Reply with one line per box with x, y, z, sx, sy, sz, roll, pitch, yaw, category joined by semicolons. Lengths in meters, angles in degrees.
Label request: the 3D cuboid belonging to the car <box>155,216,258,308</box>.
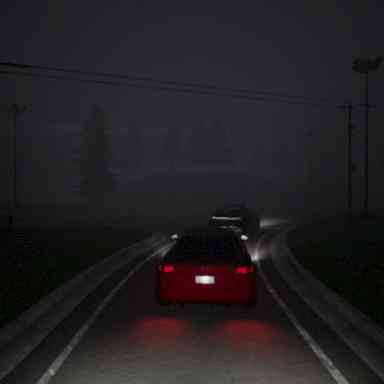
0.396;1.514;7.909;1.994;1.385;4.181;0;0;5;car

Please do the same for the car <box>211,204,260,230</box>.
2.315;1.384;17.279;2.128;1.511;4.902;0;0;21;car
